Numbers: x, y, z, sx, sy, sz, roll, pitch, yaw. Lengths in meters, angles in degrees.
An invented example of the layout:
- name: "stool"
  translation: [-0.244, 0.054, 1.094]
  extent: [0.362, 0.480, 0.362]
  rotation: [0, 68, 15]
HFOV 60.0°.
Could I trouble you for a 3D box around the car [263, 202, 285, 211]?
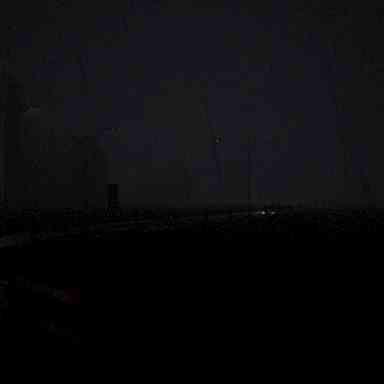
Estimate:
- name: "car"
  translation: [12.549, 2.242, 51.028]
  extent: [1.895, 1.301, 4.718]
  rotation: [0, 0, 36]
